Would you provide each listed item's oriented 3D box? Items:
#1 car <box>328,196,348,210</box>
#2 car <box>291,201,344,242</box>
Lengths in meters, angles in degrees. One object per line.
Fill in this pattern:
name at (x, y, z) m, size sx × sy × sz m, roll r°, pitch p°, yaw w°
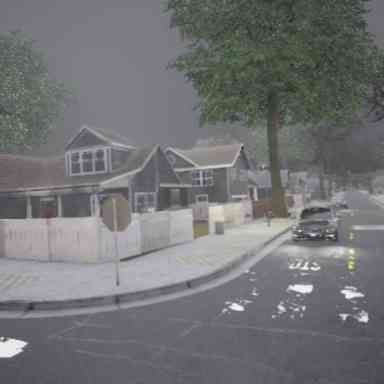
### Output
car at (15.971, 1.135, 36.440) m, size 1.812 × 1.442 × 4.674 m, roll -3°, pitch -1°, yaw 26°
car at (5.907, 1.437, 15.576) m, size 1.837 × 1.490 × 4.892 m, roll -3°, pitch 0°, yaw 26°
